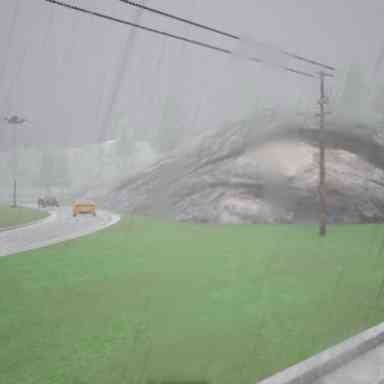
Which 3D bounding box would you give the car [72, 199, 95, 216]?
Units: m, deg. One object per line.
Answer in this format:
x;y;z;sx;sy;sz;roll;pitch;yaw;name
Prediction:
-10.405;1.419;31.853;1.882;1.535;5.008;0;0;-22;car

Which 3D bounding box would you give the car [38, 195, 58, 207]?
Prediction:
-21.333;1.286;49.094;2.097;1.767;4.553;0;0;-35;car
